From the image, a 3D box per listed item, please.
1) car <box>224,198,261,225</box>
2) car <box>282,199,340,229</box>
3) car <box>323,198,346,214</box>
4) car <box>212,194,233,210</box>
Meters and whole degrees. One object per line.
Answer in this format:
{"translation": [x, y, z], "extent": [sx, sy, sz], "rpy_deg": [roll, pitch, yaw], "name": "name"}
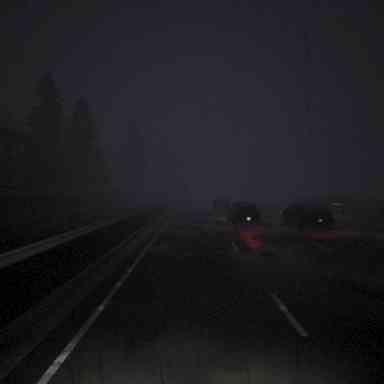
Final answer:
{"translation": [3.593, 1.431, 23.531], "extent": [1.837, 1.490, 4.892], "rpy_deg": [0, 0, 0], "name": "car"}
{"translation": [7.094, 1.413, 20.866], "extent": [1.882, 1.535, 5.008], "rpy_deg": [0, 0, 0], "name": "car"}
{"translation": [14.090, 1.386, 34.266], "extent": [2.128, 1.511, 4.902], "rpy_deg": [0, 0, 0], "name": "car"}
{"translation": [3.588, 1.347, 41.594], "extent": [1.882, 1.535, 5.008], "rpy_deg": [0, 0, 0], "name": "car"}
